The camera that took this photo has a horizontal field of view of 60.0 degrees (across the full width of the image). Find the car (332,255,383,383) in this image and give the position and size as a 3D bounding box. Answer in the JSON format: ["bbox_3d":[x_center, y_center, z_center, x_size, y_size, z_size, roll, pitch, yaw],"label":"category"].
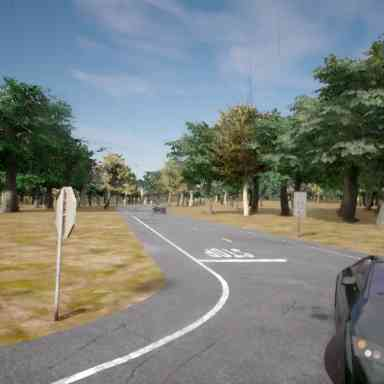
[{"bbox_3d":[3.076,1.642,4.582,1.994,1.385,4.181,1,-1,22],"label":"car"}]

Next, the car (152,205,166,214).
[{"bbox_3d":[-5.596,2.961,56.860,1.882,1.535,5.008,3,-2,-14],"label":"car"}]
